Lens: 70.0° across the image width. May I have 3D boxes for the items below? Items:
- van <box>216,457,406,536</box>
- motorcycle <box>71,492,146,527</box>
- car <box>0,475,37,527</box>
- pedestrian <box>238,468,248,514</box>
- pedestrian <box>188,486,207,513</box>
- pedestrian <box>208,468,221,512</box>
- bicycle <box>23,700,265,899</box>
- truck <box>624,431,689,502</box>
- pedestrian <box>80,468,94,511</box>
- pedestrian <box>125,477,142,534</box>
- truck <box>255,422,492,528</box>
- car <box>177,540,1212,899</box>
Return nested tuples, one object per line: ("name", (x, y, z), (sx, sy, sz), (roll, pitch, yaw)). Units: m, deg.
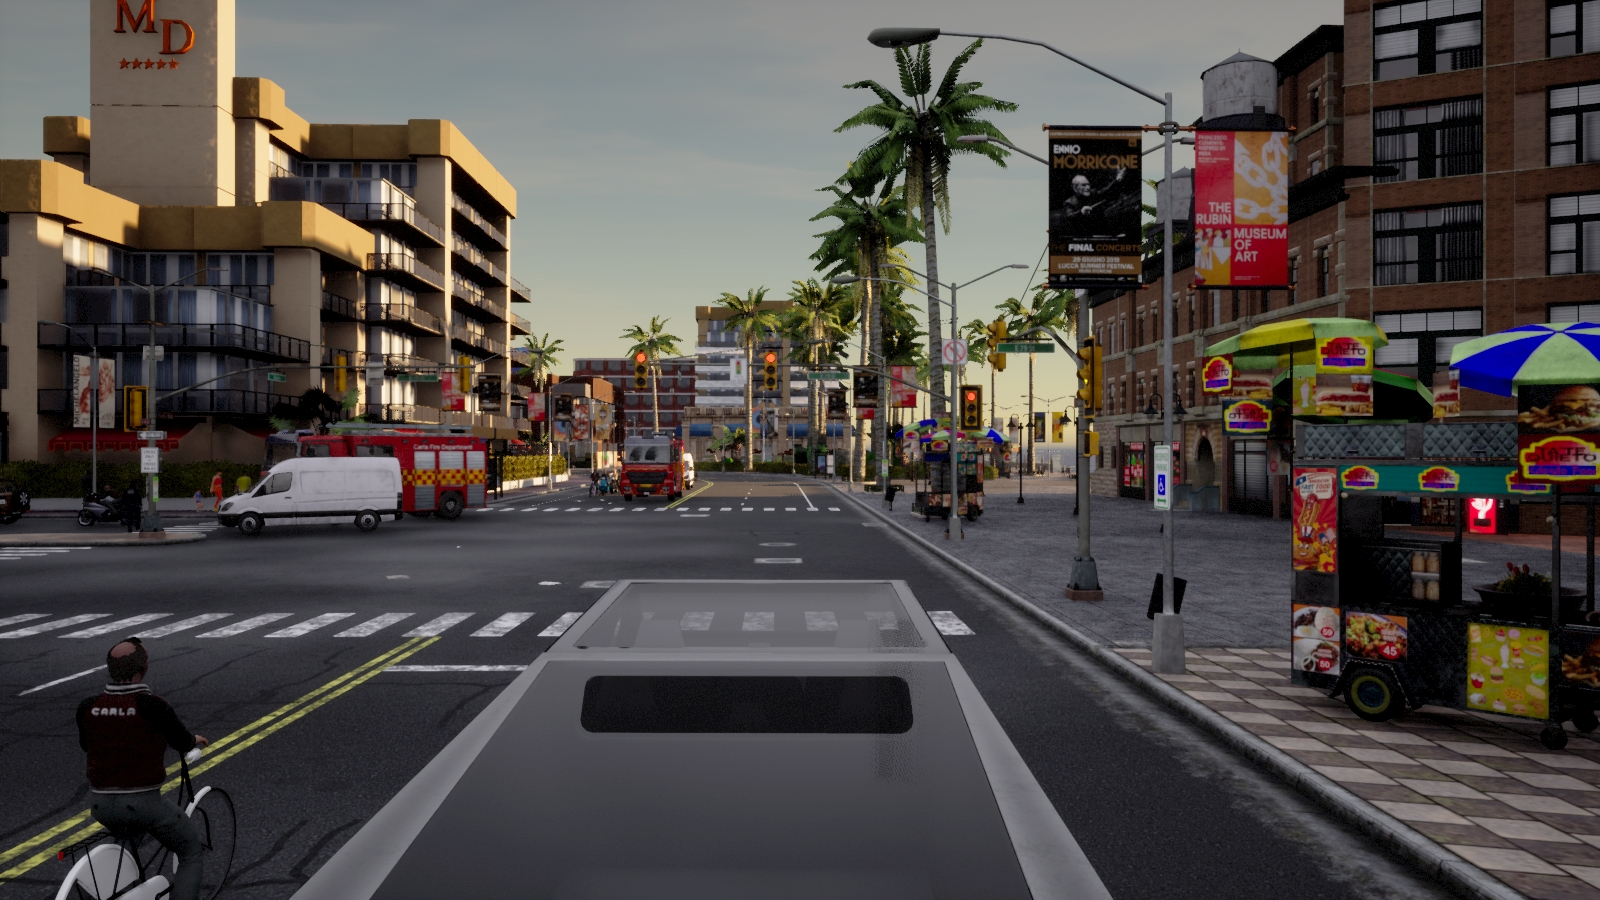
("van", (-16.909, 1.534, 39.655), (5.915, 2.561, 1.988), (0, 0, -25))
("motorcycle", (-25.598, 2.205, 42.324), (2.209, 1.251, 0.867), (0, 0, -5))
("car", (-31.074, 1.864, 42.073), (4.605, 1.855, 1.932), (0, 0, -2))
("pedestrian", (-23.014, 1.696, 47.225), (0.375, 1.860, 0.375), (0, 0, -28))
("pedestrian", (-25.168, 2.077, 47.714), (0.500, 1.100, 0.500), (0, 0, 12))
("pedestrian", (-24.793, 1.696, 48.361), (0.375, 1.860, 0.375), (0, 0, 1))
("bicycle", (-3.625, 2.210, 6.485), (0.329, 1.171, 1.835), (0, 0, 0))
("truck", (-8.113, 0.890, 65.657), (2.891, 3.827, 8.468), (0, 0, -1))
("pedestrian", (-30.804, 1.698, 49.340), (0.375, 1.860, 0.375), (0, 0, -5))
("pedestrian", (-22.226, 1.848, 38.102), (0.375, 1.860, 0.375), (0, 0, -12))
("truck", (-16.688, 0.891, 45.306), (2.891, 3.827, 8.468), (0, 0, 40))
("car", (-0.214, 1.754, 5.773), (2.390, 2.098, 6.274), (0, 0, 1))
